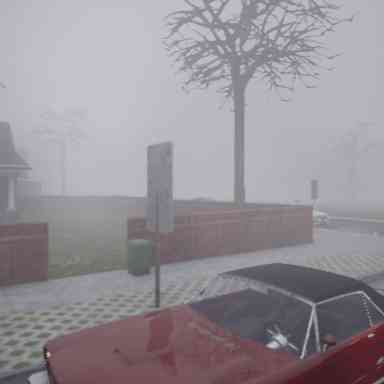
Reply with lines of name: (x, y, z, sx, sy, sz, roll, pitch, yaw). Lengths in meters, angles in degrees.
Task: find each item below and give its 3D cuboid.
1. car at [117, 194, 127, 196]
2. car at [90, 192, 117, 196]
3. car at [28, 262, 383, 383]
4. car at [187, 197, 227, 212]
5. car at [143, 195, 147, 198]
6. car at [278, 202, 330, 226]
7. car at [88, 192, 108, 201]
car: (-11.209, 0.929, 52.114, 1.994, 1.385, 4.181, 0, 1, -34)
car: (-13.533, 0.969, 50.485, 1.895, 1.301, 4.718, 0, 1, -36)
car: (0.840, 1.615, 3.743, 4.718, 1.301, 1.895, 0, 0, -37)
car: (1.293, 1.240, 29.806, 1.882, 1.535, 5.008, 0, 1, -36)
car: (-4.707, 1.127, 38.120, 1.812, 1.442, 4.674, 0, 1, -36)
car: (6.801, 1.434, 22.185, 1.812, 1.442, 4.674, 0, 1, -36)
car: (-17.092, 0.706, 60.266, 1.837, 1.490, 4.892, 0, 1, -36)
